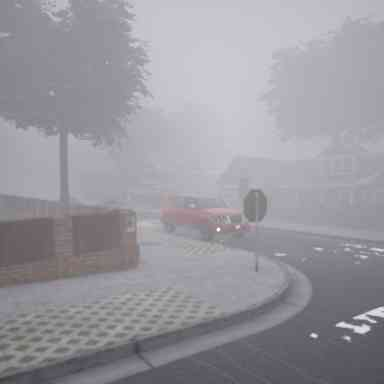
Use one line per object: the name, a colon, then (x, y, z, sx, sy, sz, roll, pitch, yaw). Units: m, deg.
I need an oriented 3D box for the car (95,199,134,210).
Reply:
car: (-6.210, 1.298, 26.311, 2.128, 1.511, 4.902, 1, 0, -35)

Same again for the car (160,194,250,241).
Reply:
car: (0.458, 1.163, 16.911, 2.150, 2.045, 5.566, 1, 0, -35)

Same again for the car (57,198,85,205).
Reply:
car: (-13.181, 1.266, 36.113, 1.895, 1.301, 4.718, 1, 0, -35)
